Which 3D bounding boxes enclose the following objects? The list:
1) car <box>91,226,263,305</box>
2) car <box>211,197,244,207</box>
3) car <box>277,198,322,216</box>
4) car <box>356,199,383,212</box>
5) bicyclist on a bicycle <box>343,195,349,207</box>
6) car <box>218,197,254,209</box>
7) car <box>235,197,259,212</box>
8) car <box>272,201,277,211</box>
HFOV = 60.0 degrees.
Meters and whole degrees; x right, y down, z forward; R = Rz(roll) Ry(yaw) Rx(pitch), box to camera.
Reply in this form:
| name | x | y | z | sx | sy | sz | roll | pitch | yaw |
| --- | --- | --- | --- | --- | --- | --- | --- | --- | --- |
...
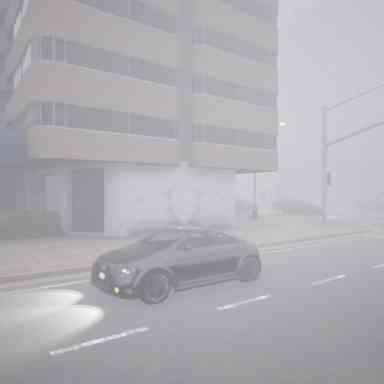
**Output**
| name | x | y | z | sx | sy | sz | roll | pitch | yaw |
| --- | --- | --- | --- | --- | --- | --- | --- | --- | --- |
| car | -0.253 | 1.564 | 8.108 | 4.181 | 1.385 | 1.994 | 0 | 0 | -35 |
| car | 5.454 | 1.547 | 52.211 | 2.033 | 1.411 | 5.357 | 0 | 0 | -36 |
| car | 10.847 | 1.564 | 32.549 | 1.994 | 1.385 | 4.181 | 0 | 0 | -36 |
| car | 20.791 | 1.491 | 36.905 | 2.128 | 1.511 | 4.902 | 0 | 0 | -36 |
| bicyclist on a bicycle | 22.058 | 1.301 | 47.707 | 1.656 | 1.620 | 0.582 | 0 | 0 | -36 |
| car | 5.911 | 1.491 | 45.307 | 2.128 | 1.511 | 4.902 | 0 | 0 | -36 |
| car | 5.921 | 1.564 | 39.341 | 1.994 | 1.385 | 4.181 | 0 | 0 | -35 |
| car | 11.441 | 1.478 | 37.687 | 1.882 | 1.535 | 5.008 | 0 | 0 | -36 |
